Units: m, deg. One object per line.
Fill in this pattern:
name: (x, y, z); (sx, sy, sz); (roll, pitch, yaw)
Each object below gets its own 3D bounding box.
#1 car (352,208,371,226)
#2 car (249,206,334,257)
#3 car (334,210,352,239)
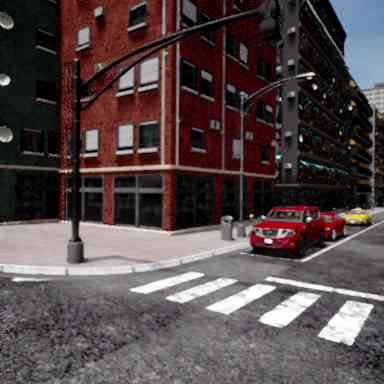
car: (14.078, 2.071, 28.253); (1.752, 1.417, 4.829); (0, -1, 35)
car: (4.301, 1.556, 14.453); (2.192, 1.841, 5.009); (0, -1, 35)
car: (7.592, 1.888, 19.096); (1.887, 1.381, 4.507); (0, -1, 35)
